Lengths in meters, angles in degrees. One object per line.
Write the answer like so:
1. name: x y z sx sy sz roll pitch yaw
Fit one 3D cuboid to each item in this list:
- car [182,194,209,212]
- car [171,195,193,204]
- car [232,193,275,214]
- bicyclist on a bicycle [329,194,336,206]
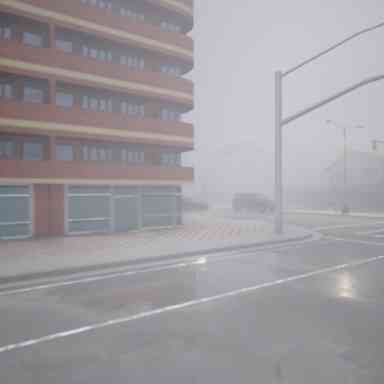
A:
1. car: -0.105 1.371 37.524 1.882 1.535 5.008 0 0 -35
2. car: -1.906 1.361 60.672 1.812 1.442 4.674 0 0 -34
3. car: 6.496 1.098 34.125 2.150 2.045 5.566 0 0 -35
4. bicyclist on a bicycle: 19.515 1.091 46.026 1.656 1.620 0.582 -1 0 -35
